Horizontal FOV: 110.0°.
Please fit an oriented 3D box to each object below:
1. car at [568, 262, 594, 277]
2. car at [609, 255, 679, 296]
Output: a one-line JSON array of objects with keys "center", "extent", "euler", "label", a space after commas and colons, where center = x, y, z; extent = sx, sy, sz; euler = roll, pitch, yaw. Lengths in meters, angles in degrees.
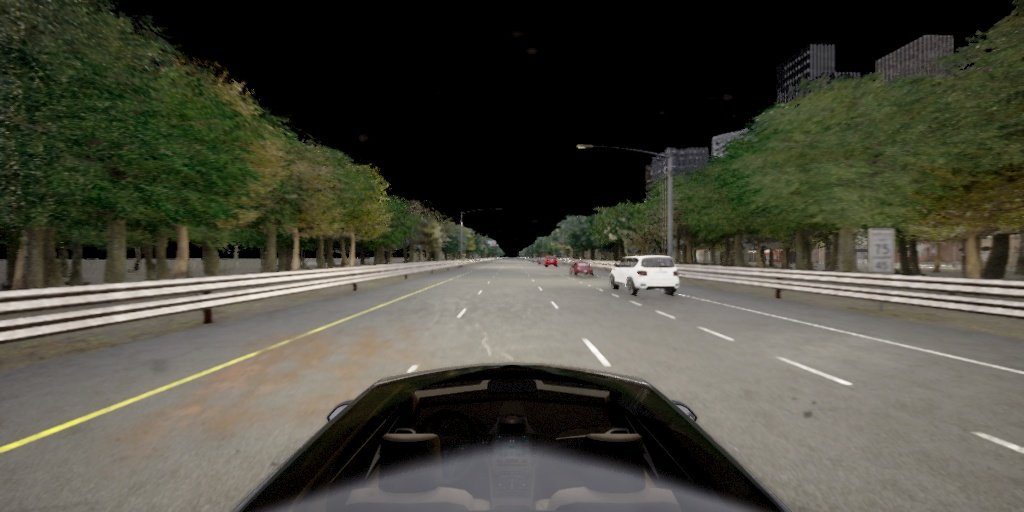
[{"center": [6.984, 1.290, 36.441], "extent": [1.812, 1.442, 4.674], "euler": [0, 0, 0], "label": "car"}, {"center": [6.992, 0.981, 19.523], "extent": [2.150, 2.045, 5.566], "euler": [0, 0, 0], "label": "car"}]
